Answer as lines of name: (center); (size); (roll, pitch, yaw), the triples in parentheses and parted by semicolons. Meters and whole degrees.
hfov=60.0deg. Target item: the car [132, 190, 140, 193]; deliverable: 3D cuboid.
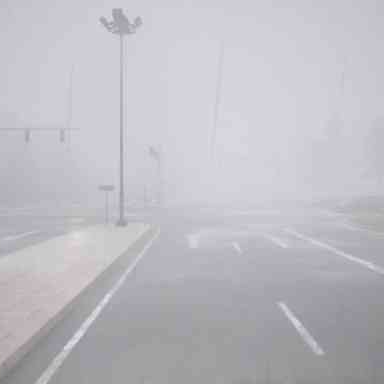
car: (-11.813, 0.659, 69.120); (2.150, 2.045, 5.566); (0, 0, -1)

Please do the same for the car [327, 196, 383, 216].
car: (14.729, 1.112, 29.169); (4.553, 1.767, 2.097); (0, 0, 0)

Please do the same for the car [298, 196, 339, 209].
car: (15.153, 1.236, 39.993); (4.181, 1.385, 1.994); (0, 1, 7)

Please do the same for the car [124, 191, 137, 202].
car: (-11.674, 1.073, 59.971); (1.994, 1.385, 4.181); (0, 0, -1)

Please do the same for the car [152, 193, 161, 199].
car: (-8.470, 0.874, 79.441); (1.812, 1.442, 4.674); (0, 0, -1)

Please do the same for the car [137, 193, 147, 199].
car: (-11.969, 0.875, 79.347); (1.812, 1.442, 4.674); (0, 0, -1)

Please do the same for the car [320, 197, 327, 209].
car: (15.563, 1.332, 32.677); (4.718, 1.301, 1.895); (0, 0, 0)

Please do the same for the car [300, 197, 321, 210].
car: (14.408, 1.228, 36.168); (4.674, 1.442, 1.812); (0, 0, 0)

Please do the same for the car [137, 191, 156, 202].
car: (-8.178, 0.984, 60.273); (1.882, 1.535, 5.008); (0, 0, -1)
